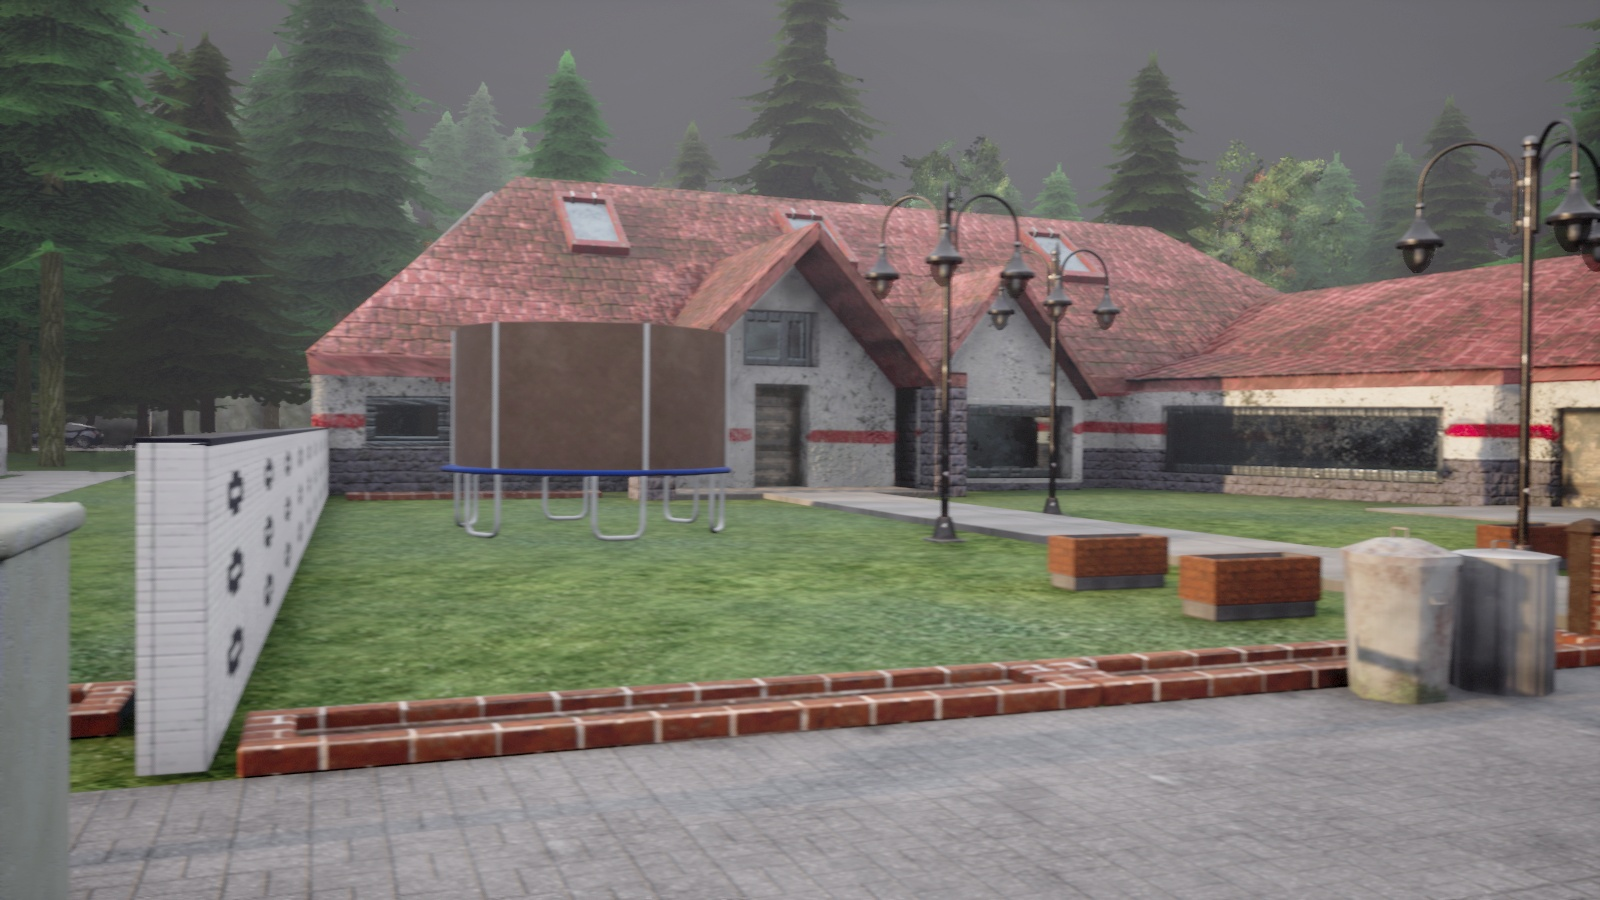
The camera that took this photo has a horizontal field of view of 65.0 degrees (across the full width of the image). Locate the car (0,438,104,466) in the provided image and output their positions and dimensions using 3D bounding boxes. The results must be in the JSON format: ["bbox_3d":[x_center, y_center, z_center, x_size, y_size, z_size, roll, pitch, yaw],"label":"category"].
[{"bbox_3d":[-42.361,0.102,71.246,4.792,1.488,2.163,-1,1,-21],"label":"car"}]
